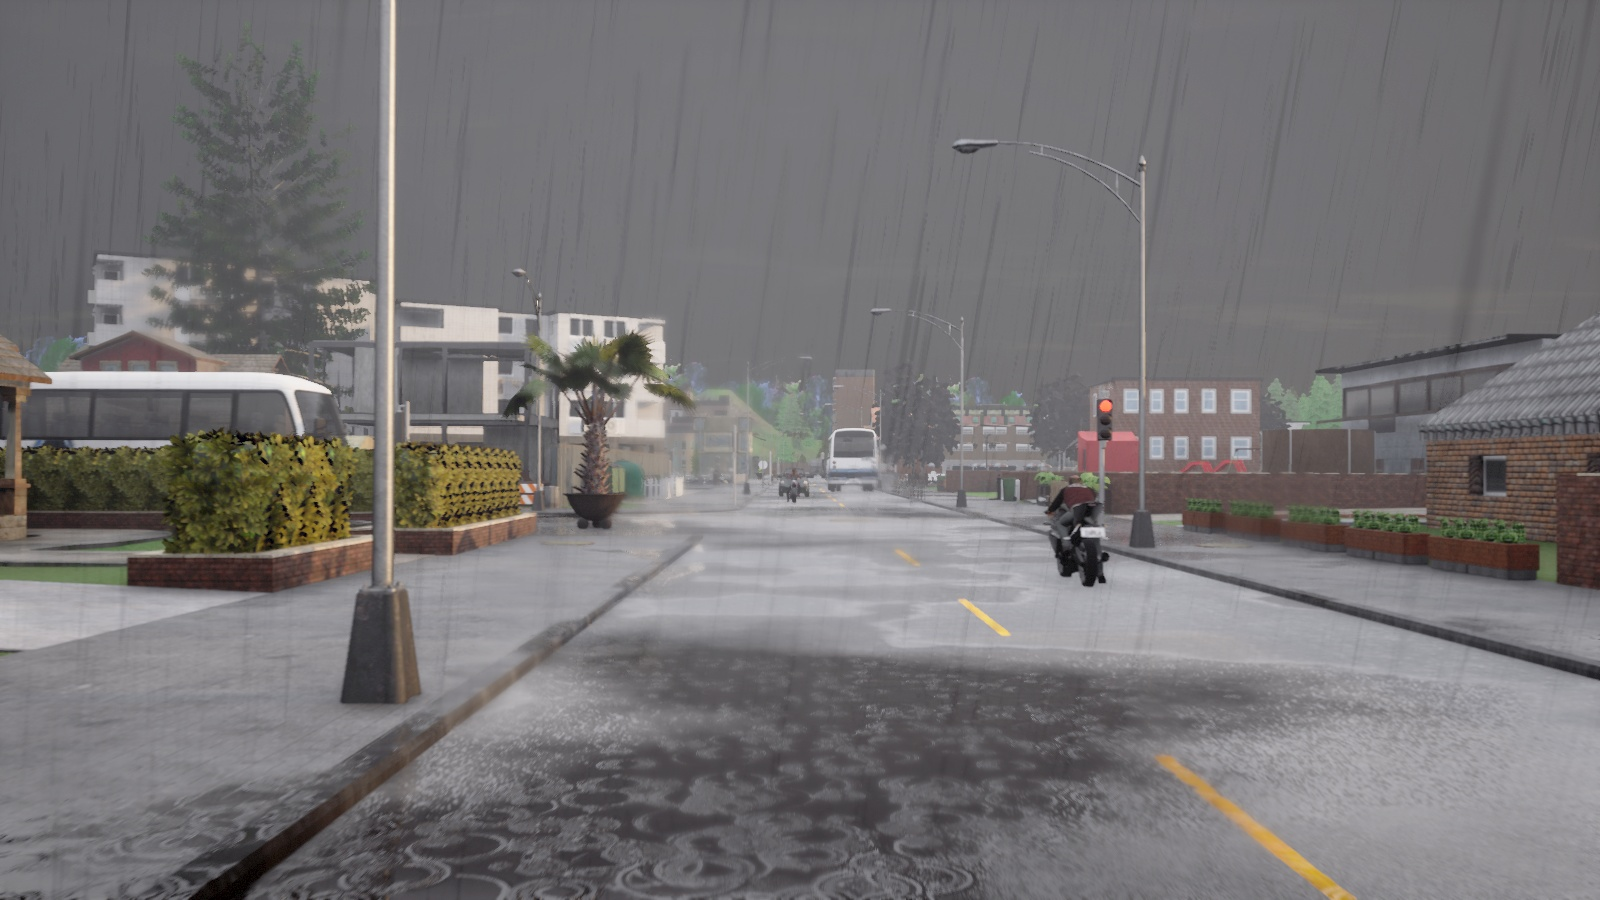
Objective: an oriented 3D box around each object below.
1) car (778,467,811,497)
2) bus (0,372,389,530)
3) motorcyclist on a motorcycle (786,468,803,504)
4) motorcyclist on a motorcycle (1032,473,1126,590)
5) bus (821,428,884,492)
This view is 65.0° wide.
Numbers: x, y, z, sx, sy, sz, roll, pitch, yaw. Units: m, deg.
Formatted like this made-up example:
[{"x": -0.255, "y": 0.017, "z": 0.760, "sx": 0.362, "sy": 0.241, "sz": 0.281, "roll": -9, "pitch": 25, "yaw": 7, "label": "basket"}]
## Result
[{"x": -0.303, "y": 1.798, "z": 71.508, "sx": 1.851, "sy": 1.617, "sz": 3.988, "roll": 0, "pitch": -1, "yaw": 0, "label": "car"}, {"x": -17.569, "y": 0.053, "z": 36.007, "sx": 10.273, "sy": 4.253, "sz": 3.944, "roll": 0, "pitch": -1, "yaw": 1, "label": "bus"}, {"x": -0.252, "y": 1.664, "z": 59.227, "sx": 0.766, "sy": 1.649, "sz": 2.350, "roll": 0, "pitch": -1, "yaw": 0, "label": "motorcyclist on a motorcycle"}, {"x": 3.903, "y": 1.101, "z": 17.762, "sx": 0.866, "sy": 1.530, "sz": 2.191, "roll": 0, "pitch": -1, "yaw": 1, "label": "motorcyclist on a motorcycle"}, {"x": 3.622, "y": 0.779, "z": 89.361, "sx": 3.944, "sy": 4.253, "sz": 10.273, "roll": 0, "pitch": -1, "yaw": 0, "label": "bus"}]
